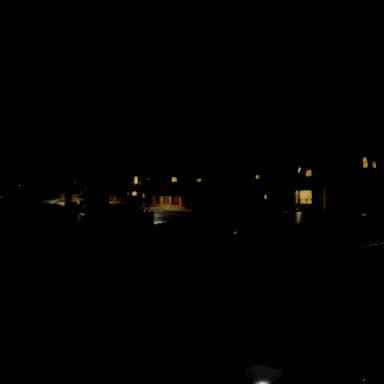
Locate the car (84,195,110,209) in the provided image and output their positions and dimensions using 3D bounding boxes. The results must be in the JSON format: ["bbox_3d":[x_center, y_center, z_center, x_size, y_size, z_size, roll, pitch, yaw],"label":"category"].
[{"bbox_3d":[-12.971,1.334,45.136,2.097,1.767,4.553,-1,1,-34],"label":"car"}]

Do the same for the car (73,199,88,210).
[{"bbox_3d":[-12.607,1.649,39.308,1.895,1.301,4.718,-1,1,-33],"label":"car"}]

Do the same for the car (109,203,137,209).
[{"bbox_3d":[-5.693,1.659,28.833,1.895,1.301,4.718,-1,1,-33],"label":"car"}]

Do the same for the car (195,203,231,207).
[{"bbox_3d":[1.590,1.416,17.829,2.097,1.767,4.553,-1,1,-34],"label":"car"}]

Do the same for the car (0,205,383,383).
[{"bbox_3d":[0.410,1.224,2.725,5.566,2.045,2.150,0,0,-32],"label":"car"}]
